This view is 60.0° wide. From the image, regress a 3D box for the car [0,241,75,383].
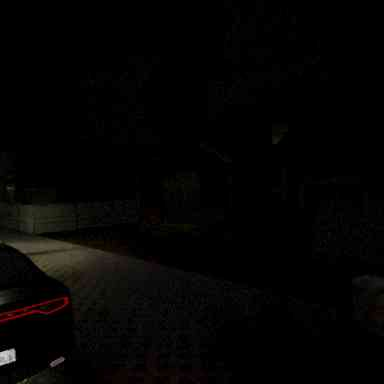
[{"bbox_3d":[-3.575,1.473,4.973,1.882,1.535,5.008,-2,1,-44],"label":"car"}]
